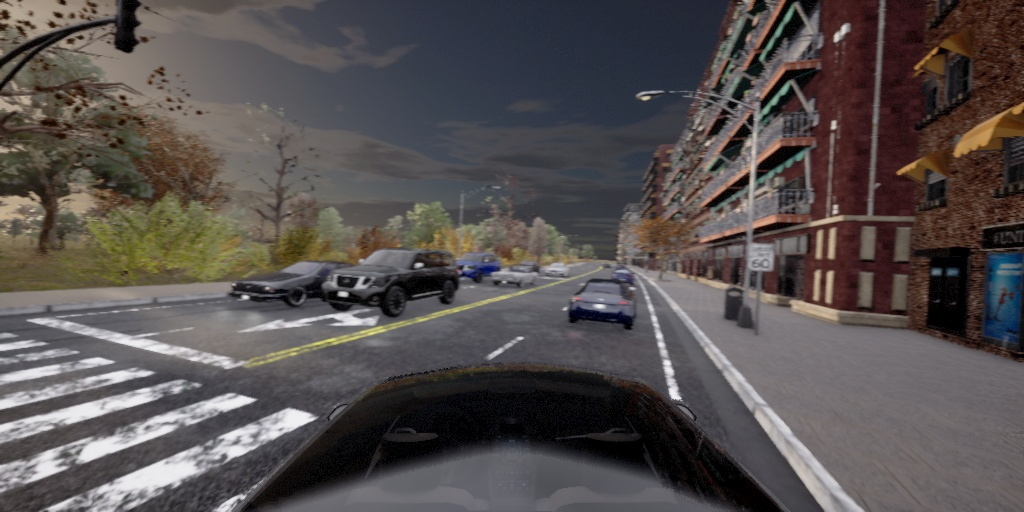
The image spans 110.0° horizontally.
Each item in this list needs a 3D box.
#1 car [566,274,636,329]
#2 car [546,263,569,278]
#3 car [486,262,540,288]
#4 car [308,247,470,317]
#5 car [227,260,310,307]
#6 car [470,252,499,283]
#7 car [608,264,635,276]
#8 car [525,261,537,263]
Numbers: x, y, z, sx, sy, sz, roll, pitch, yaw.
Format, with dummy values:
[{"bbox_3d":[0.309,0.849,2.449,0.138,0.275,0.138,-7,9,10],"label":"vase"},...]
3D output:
[{"bbox_3d":[3.210,1.477,12.327,1.994,1.385,4.181,3,0,19],"label":"car"},{"bbox_3d":[4.864,1.469,37.740,1.812,1.442,4.674,3,0,18],"label":"car"},{"bbox_3d":[0.255,1.313,23.992,1.895,1.301,4.718,3,0,19],"label":"car"},{"bbox_3d":[-3.755,0.731,12.403,2.150,2.045,5.566,3,0,18],"label":"car"},{"bbox_3d":[-6.962,0.872,13.053,2.033,1.411,5.357,3,0,19],"label":"car"},{"bbox_3d":[-2.552,0.769,25.753,2.150,2.045,5.566,3,0,19],"label":"car"},{"bbox_3d":[9.425,1.748,30.616,1.812,1.442,4.674,3,0,18],"label":"car"},{"bbox_3d":[1.763,1.255,38.692,2.128,1.511,4.902,3,0,18],"label":"car"}]
